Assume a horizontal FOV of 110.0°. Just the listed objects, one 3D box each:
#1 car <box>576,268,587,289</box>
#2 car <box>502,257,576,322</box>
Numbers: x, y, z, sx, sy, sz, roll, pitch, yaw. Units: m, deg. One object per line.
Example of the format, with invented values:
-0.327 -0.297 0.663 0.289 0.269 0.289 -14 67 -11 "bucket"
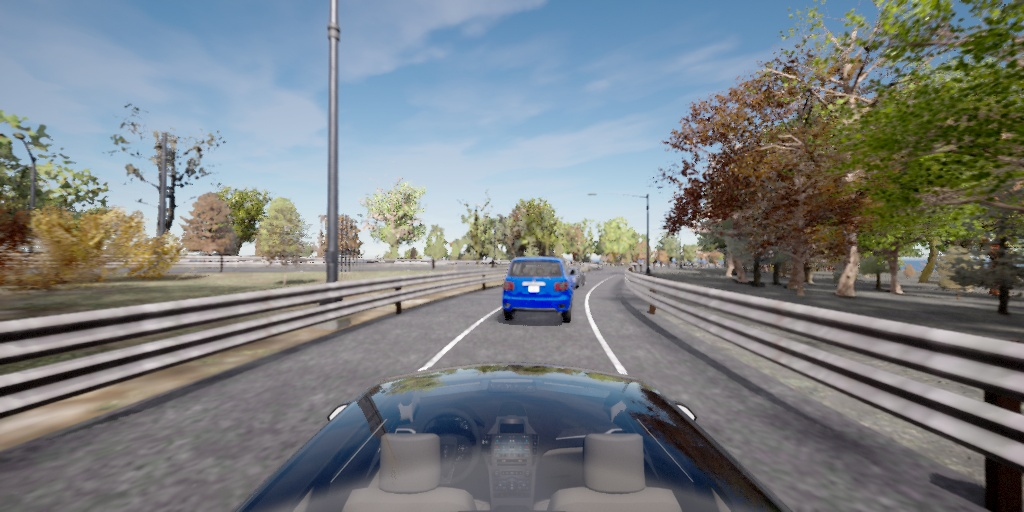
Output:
4.268 1.566 26.261 2.033 1.411 5.357 0 -1 19 "car"
1.099 1.072 12.977 2.150 2.045 5.566 0 -1 10 "car"
